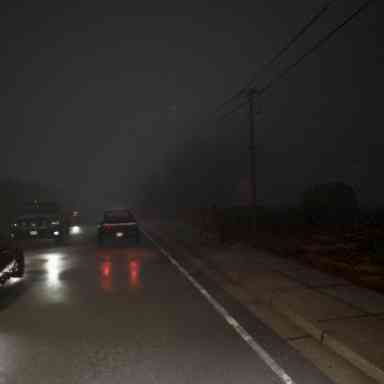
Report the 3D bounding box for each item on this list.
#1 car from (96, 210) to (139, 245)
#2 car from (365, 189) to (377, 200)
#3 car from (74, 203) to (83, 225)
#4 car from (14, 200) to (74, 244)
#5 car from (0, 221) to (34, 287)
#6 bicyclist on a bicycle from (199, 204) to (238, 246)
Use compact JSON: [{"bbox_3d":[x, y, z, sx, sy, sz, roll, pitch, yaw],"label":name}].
[{"bbox_3d":[-3.753,1.654,16.781,2.128,1.511,4.902,-2,0,-14],"label":"car"},{"bbox_3d":[33.791,0.389,62.623,1.905,1.878,3.866,5,5,32],"label":"car"},{"bbox_3d":[-10.222,1.733,27.447,2.097,1.767,4.553,-2,0,-14],"label":"car"},{"bbox_3d":[-7.752,1.499,17.491,2.150,2.045,5.566,-2,0,-15],"label":"car"},{"bbox_3d":[-5.347,1.703,7.911,1.812,1.442,4.674,-2,0,-14],"label":"car"},{"bbox_3d":[1.049,1.317,13.211,1.656,1.620,0.582,-2,0,-14],"label":"bicyclist on a bicycle"}]
